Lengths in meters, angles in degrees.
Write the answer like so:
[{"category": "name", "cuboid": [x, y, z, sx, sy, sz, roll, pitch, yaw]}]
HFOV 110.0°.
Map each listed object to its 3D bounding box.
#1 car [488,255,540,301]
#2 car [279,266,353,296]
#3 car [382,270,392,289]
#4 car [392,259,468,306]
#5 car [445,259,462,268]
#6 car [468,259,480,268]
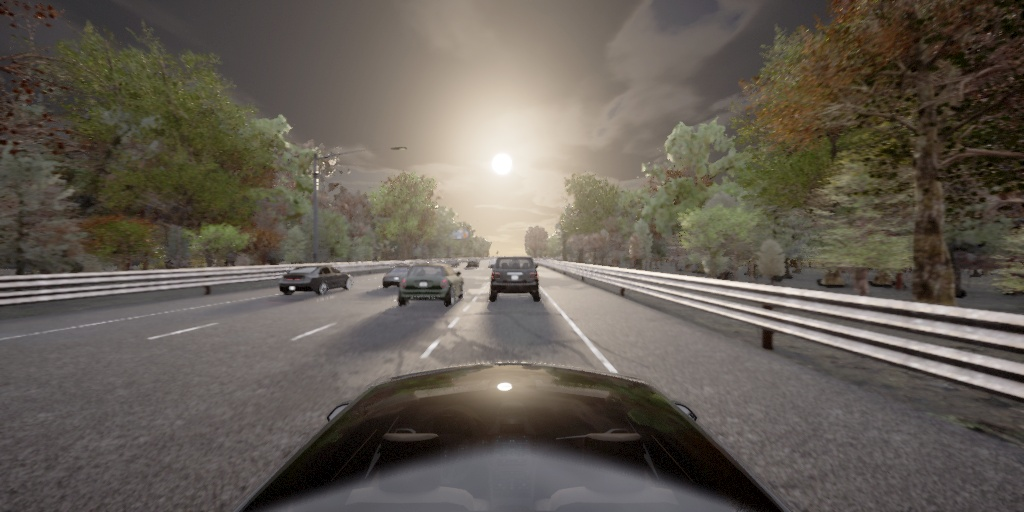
[{"category": "car", "cuboid": [0.124, 0.973, 17.377, 2.150, 2.045, 5.566, 0, 0, 0]}, {"category": "car", "cuboid": [-10.370, 1.256, 19.350, 1.837, 1.490, 4.892, 0, 0, 0]}, {"category": "car", "cuboid": [-6.855, 1.314, 23.322, 1.994, 1.385, 4.181, 0, 0, 0]}, {"category": "car", "cuboid": [-3.380, 1.101, 15.822, 2.097, 1.767, 4.553, 0, 0, 0]}, {"category": "car", "cuboid": [-10.099, 1.251, 61.955, 2.128, 1.511, 4.902, 0, 0, 0]}, {"category": "car", "cuboid": [-6.599, 1.265, 61.780, 1.837, 1.490, 4.892, 0, 0, 0]}]
